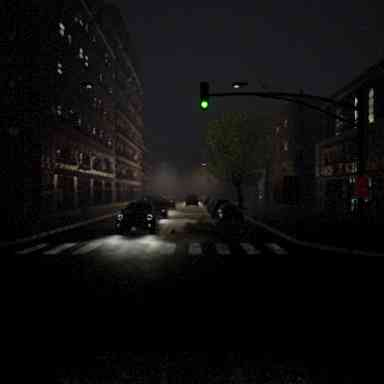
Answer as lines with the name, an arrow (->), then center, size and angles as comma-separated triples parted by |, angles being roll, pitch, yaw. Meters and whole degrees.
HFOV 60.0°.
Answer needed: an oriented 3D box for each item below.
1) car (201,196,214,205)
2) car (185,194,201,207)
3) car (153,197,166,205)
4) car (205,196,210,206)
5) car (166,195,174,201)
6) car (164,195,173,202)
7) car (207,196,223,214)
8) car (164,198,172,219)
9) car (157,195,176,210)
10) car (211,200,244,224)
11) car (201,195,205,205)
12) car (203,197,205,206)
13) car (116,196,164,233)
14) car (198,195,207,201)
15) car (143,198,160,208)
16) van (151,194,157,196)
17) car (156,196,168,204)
car -> 2.694, 1.433, 58.312 | 1.967, 1.590, 4.097 | 0, 0, 0
car -> 0.006, 1.466, 50.904 | 1.882, 1.535, 5.008 | 0, 0, 0
car -> -5.686, 1.559, 58.314 | 1.947, 1.339, 4.313 | 0, 0, 0
car -> 2.692, 1.424, 35.524 | 1.967, 1.590, 4.097 | 0, 0, 0
car -> -5.684, 1.571, 86.799 | 1.887, 1.381, 4.507 | 0, 0, 0
car -> -5.685, 1.544, 80.932 | 1.752, 1.417, 4.829 | 0, 0, 0
car -> 2.692, 1.425, 29.828 | 1.967, 1.590, 4.097 | 0, 0, 0
car -> -3.087, 1.511, 29.537 | 1.812, 1.442, 4.674 | 0, 0, 0
car -> -3.069, 1.477, 42.867 | 2.128, 1.511, 4.902 | 0, 0, 0
car -> 2.692, 1.536, 24.131 | 2.008, 1.369, 4.403 | 0, 0, 0
car -> 2.694, 1.540, 52.615 | 2.008, 1.369, 4.403 | 0, 0, 0
car -> 2.693, 1.566, 41.222 | 1.802, 1.307, 4.206 | 0, 0, 0
car -> -3.061, 1.338, 19.606 | 2.097, 1.767, 4.553 | 0, 0, 0
car -> 2.697, 1.577, 86.796 | 2.008, 1.369, 4.403 | 0, 0, 0
car -> -5.687, 1.568, 46.921 | 1.802, 1.307, 4.206 | 0, 0, 0
van -> -5.688, 1.325, 41.224 | 1.690, 1.788, 3.998 | 0, 0, 0
car -> -5.686, 1.550, 64.010 | 2.008, 1.369, 4.403 | 0, 0, 0
